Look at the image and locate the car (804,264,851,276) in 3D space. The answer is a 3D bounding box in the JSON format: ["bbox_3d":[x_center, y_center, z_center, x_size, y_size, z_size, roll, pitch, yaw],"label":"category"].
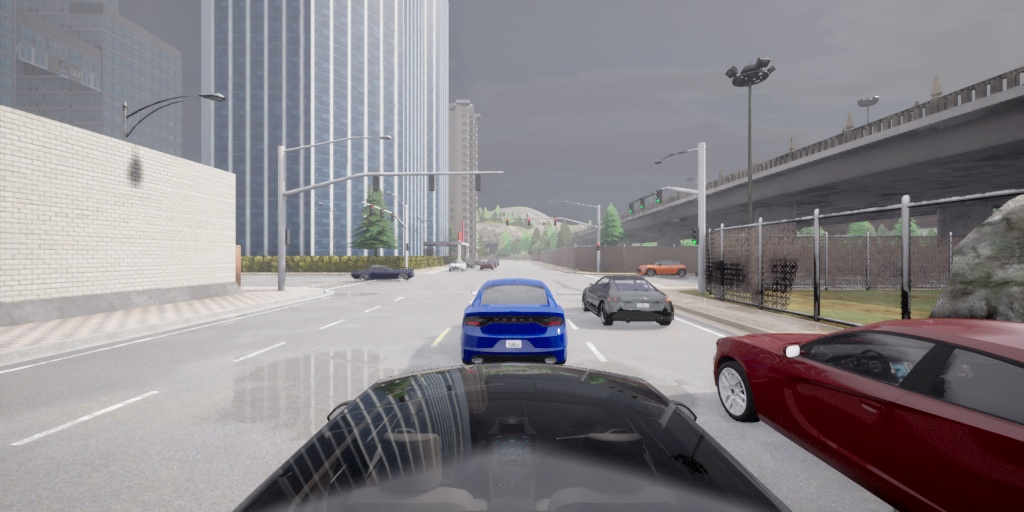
[{"bbox_3d":[31.764,1.406,35.548,4.718,1.301,1.895,0,0,0],"label":"car"}]

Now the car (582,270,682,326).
[{"bbox_3d":[3.574,1.314,11.751,1.994,1.385,4.181,0,0,0],"label":"car"}]

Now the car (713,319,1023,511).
[{"bbox_3d":[3.601,1.228,2.757,1.882,1.535,5.008,0,0,0],"label":"car"}]

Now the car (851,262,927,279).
[{"bbox_3d":[33.906,1.283,32.050,5.008,1.535,1.882,-1,0,0],"label":"car"}]

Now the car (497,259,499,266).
[{"bbox_3d":[-3.574,1.351,61.099,1.895,1.301,4.718,0,0,0],"label":"car"}]

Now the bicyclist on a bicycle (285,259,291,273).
[{"bbox_3d":[-25.301,1.106,40.213,0.582,1.620,1.656,0,0,0],"label":"bicyclist on a bicycle"}]

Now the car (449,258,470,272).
[{"bbox_3d":[-7.092,1.276,47.311,1.812,1.442,4.674,0,0,0],"label":"car"}]

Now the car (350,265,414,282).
[{"bbox_3d":[-10.324,1.392,28.957,4.718,1.301,1.895,0,0,-11],"label":"car"}]

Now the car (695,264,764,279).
[{"bbox_3d":[19.395,1.353,32.025,5.357,1.411,2.033,0,0,0],"label":"car"}]

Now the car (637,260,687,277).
[{"bbox_3d":[14.758,1.158,35.515,4.553,1.767,2.097,0,0,0],"label":"car"}]

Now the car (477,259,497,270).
[{"bbox_3d":[-3.586,1.351,51.935,1.895,1.301,4.718,0,0,0],"label":"car"}]

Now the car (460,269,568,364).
[{"bbox_3d":[0.053,1.228,8.090,1.882,1.535,5.008,0,0,1],"label":"car"}]

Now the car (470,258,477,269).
[{"bbox_3d":[-7.086,1.104,56.178,2.097,1.767,4.553,0,0,0],"label":"car"}]
